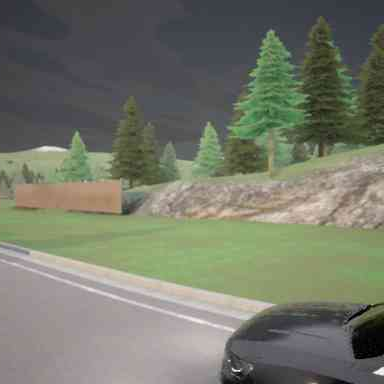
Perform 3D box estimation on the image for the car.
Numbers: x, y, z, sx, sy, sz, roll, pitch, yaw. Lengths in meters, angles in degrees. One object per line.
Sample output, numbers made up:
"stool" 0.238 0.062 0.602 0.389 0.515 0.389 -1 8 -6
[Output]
"car" 2.567 1.503 2.456 4.892 1.490 1.837 0 0 32
